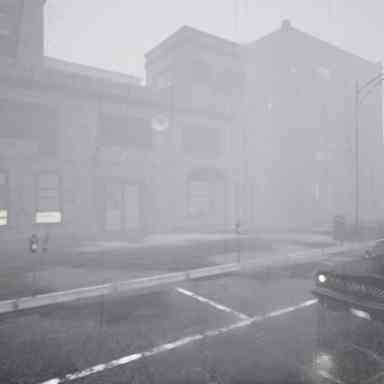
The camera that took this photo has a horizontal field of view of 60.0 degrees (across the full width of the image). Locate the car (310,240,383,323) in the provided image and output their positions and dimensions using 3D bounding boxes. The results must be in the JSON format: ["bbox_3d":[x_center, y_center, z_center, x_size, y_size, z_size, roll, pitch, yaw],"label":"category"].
[{"bbox_3d":[4.467,1.630,6.570,4.718,1.301,1.895,0,0,-36],"label":"car"}]
